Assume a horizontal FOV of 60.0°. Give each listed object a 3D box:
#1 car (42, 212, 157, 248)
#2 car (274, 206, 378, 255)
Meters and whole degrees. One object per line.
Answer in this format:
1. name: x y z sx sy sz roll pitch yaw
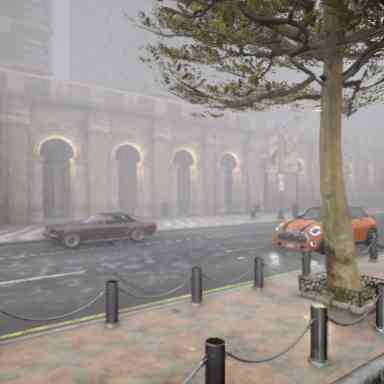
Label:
1. car: -4.031 1.593 14.811 4.718 1.301 1.895 0 0 -36
2. car: 5.384 1.345 13.301 4.553 1.767 2.097 0 0 -35
